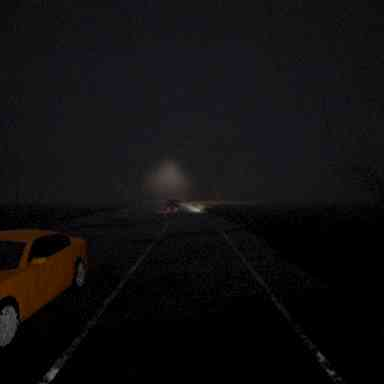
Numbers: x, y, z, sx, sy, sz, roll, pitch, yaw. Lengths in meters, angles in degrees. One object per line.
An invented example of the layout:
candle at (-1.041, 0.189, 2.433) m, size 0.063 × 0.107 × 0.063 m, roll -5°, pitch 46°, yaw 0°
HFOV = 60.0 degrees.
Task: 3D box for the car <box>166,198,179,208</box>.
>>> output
car at (-3.082, 1.757, 52.532) m, size 1.895 × 1.301 × 4.718 m, roll 0°, pitch 0°, yaw -3°

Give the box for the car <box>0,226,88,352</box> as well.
car at (-3.563, 1.506, 6.390) m, size 1.882 × 1.535 × 5.008 m, roll 0°, pitch 0°, yaw 0°

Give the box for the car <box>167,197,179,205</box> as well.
car at (-3.481, 1.740, 62.542) m, size 1.994 × 1.385 × 4.181 m, roll 0°, pitch 0°, yaw 0°
